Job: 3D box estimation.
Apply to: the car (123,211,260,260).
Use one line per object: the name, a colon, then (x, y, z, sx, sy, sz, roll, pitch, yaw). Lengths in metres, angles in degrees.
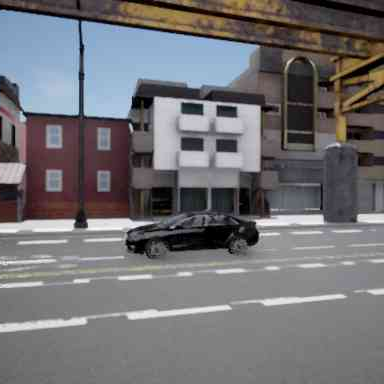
car: (0.034, 1.462, 11.988, 4.902, 1.511, 2.128, 0, 0, -16)
